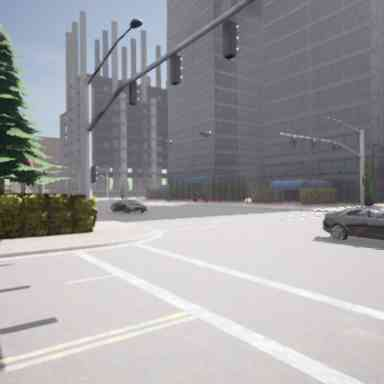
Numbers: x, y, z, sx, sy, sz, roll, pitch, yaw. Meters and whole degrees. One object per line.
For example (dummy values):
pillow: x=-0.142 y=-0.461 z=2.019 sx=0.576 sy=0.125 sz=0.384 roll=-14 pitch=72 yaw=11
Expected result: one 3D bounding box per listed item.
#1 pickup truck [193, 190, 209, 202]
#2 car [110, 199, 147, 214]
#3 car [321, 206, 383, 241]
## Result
pickup truck: x=1.537 y=0.730 z=62.626 sx=2.390 sy=2.098 sz=6.274 roll=0 pitch=0 yaw=-5
car: x=-6.466 y=1.425 z=33.452 sx=2.033 sy=1.411 sz=5.357 roll=-1 pitch=0 yaw=-36
car: x=7.839 y=1.372 z=13.750 sx=2.128 sy=1.511 sz=4.902 roll=-1 pitch=0 yaw=-36
